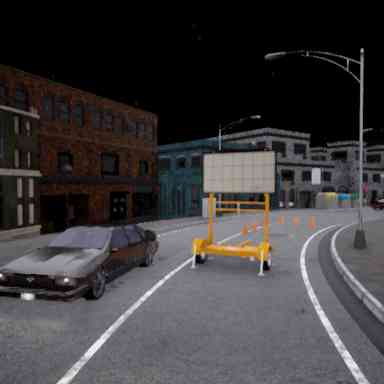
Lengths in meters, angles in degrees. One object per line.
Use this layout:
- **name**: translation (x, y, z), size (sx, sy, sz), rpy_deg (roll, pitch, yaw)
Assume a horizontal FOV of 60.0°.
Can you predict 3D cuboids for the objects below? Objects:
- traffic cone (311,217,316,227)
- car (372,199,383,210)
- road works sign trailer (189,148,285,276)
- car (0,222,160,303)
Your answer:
- **traffic cone**: translation (7.975, 1.964, 21.896), size (0.340, 0.580, 0.340), rpy_deg (1, 0, 24)
- **car**: translation (25.052, 1.558, 42.749), size (5.008, 1.535, 1.882), rpy_deg (1, 1, -36)
- **road works sign trailer**: translation (1.521, 0.452, 10.619), size (2.380, 3.560, 2.880), rpy_deg (0, 0, 24)
- **car**: translation (-2.423, 1.524, 8.676), size (2.033, 1.411, 5.357), rpy_deg (0, 0, 13)
